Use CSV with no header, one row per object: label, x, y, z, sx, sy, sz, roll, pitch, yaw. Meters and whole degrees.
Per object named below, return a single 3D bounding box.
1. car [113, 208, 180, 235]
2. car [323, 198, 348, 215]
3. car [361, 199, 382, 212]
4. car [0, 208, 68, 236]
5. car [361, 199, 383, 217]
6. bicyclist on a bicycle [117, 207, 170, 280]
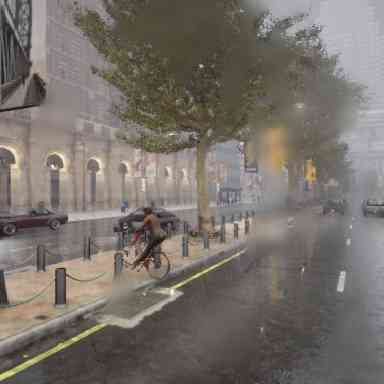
car,-2.370,1.564,18.092,1.994,1.385,4.181,0,0,27
car,14.370,1.505,33.549,1.837,1.490,4.892,0,0,27
car,21.298,1.547,39.649,2.033,1.411,5.357,0,0,27
car,-9.456,1.595,18.837,1.895,1.301,4.718,0,0,26
car,16.964,1.492,30.923,2.128,1.511,4.902,0,0,27
bicyclist on a bicycle,-1.130,1.220,8.230,1.656,1.620,0.582,14,2,28
